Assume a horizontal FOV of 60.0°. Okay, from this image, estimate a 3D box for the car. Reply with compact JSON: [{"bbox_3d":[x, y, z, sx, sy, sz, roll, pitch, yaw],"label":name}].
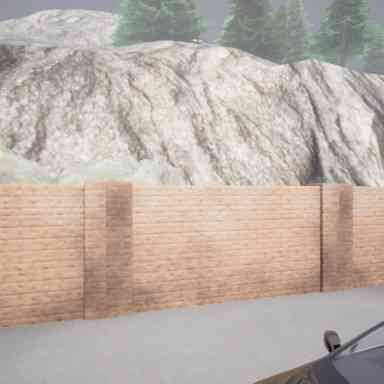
[{"bbox_3d":[2.083,1.492,1.955,4.902,1.511,2.128,0,0,-19],"label":"car"}]
